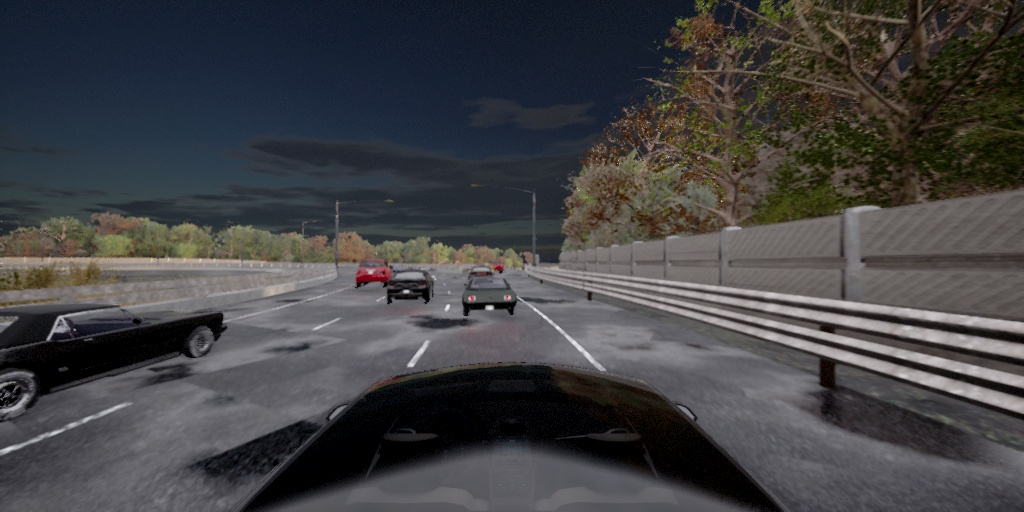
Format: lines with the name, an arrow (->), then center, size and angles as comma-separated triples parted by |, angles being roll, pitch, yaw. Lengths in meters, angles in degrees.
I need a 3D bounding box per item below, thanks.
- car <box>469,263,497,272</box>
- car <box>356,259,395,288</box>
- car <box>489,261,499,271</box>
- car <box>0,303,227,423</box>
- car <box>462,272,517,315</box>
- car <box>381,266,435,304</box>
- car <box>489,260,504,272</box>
car -> -2.433, 1.537, 28.693 | 1.882, 1.535, 5.008 | 0, -1, -5
car -> -10.498, 1.286, 27.482 | 2.150, 2.045, 5.566 | 0, -1, -15
car -> -2.941, 1.695, 42.592 | 1.882, 1.535, 5.008 | 0, -1, 0
car -> -7.141, 1.413, 5.741 | 1.895, 1.301, 4.718 | 0, -1, -3
car -> -0.991, 1.496, 14.407 | 1.895, 1.301, 4.718 | 0, -1, -6
car -> -4.954, 1.422, 17.937 | 1.882, 1.535, 5.008 | 0, -1, -9
car -> -2.443, 1.571, 54.425 | 2.150, 2.045, 5.566 | 0, -1, 4
